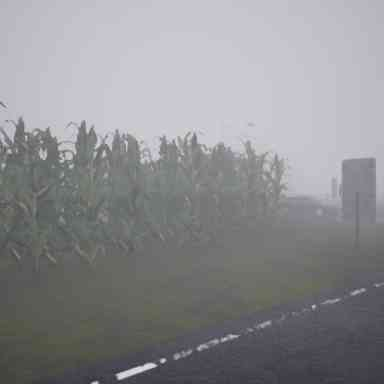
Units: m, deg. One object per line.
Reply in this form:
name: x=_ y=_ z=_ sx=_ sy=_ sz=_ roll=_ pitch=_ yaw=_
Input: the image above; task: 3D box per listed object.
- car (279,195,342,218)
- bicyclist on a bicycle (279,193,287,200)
car: x=8.765 y=1.027 z=24.899 sx=1.837 sy=1.490 sz=4.892 roll=0 pitch=1 yaw=-36
bicyclist on a bicycle: x=9.450 y=0.884 z=34.164 sx=1.656 sy=1.620 sz=0.582 roll=-1 pitch=1 yaw=-36
